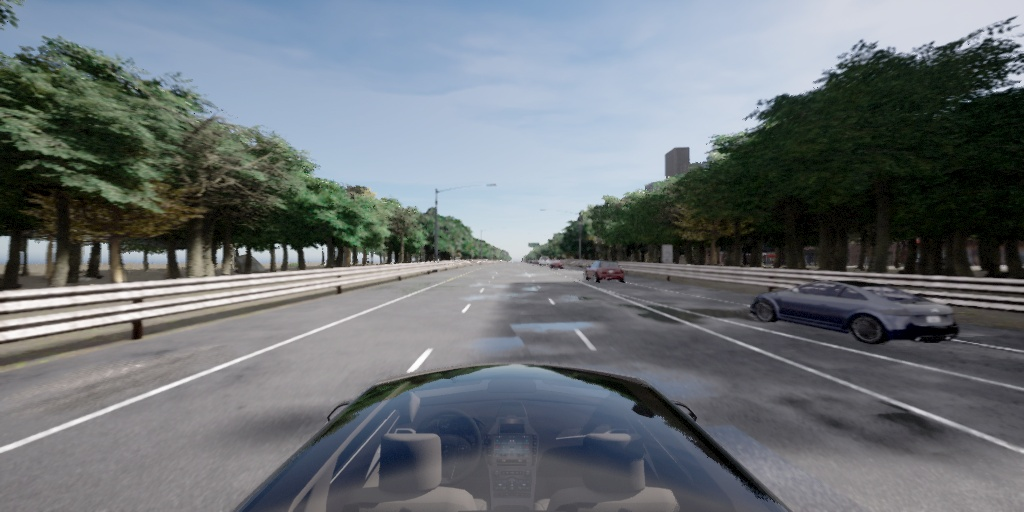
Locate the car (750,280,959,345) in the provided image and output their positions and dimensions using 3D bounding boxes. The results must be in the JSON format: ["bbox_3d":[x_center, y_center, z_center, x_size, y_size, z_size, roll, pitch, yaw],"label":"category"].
[{"bbox_3d":[8.746,1.334,9.700,1.994,1.385,4.181,0,0,-10],"label":"car"}]

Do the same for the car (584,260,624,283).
[{"bbox_3d":[7.056,1.119,27.805,2.097,1.767,4.553,0,0,-1],"label":"car"}]

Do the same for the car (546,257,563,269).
[{"bbox_3d":[7.030,1.342,58.219,1.812,1.442,4.674,0,0,0],"label":"car"}]
